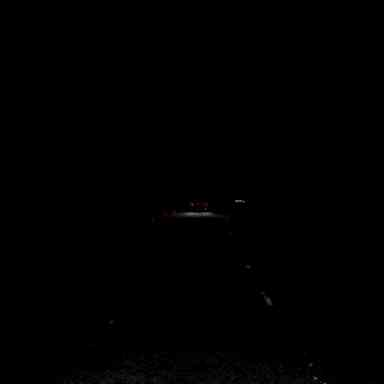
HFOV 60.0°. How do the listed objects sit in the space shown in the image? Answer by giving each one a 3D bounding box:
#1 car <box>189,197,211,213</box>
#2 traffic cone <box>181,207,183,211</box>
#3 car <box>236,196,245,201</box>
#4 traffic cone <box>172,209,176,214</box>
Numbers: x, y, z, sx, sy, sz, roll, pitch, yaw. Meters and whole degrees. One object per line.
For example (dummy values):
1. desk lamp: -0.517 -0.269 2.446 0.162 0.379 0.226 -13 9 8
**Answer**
1. car: 0.982 1.415 38.832 2.097 1.767 4.553 0 0 8
2. traffic cone: -1.234 2.018 40.593 0.340 0.580 0.340 0 0 8
3. car: 13.441 1.709 91.507 1.994 1.385 4.181 0 0 19
4. traffic cone: -1.912 2.010 35.592 0.340 0.580 0.340 0 0 7
